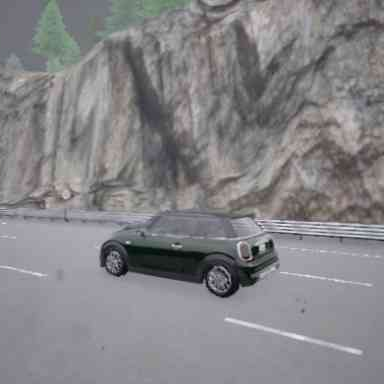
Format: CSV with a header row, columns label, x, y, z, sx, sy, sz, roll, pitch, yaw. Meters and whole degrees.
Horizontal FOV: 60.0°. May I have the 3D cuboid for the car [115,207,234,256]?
label,x,y,z,sx,sy,sz,roll,pitch,yaw
car,-0.722,1.396,12.861,4.181,1.385,1.994,0,1,33

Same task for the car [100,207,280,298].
label,x,y,z,sx,sy,sz,roll,pitch,yaw
car,-0.227,1.237,8.425,4.553,1.767,2.097,0,1,34
